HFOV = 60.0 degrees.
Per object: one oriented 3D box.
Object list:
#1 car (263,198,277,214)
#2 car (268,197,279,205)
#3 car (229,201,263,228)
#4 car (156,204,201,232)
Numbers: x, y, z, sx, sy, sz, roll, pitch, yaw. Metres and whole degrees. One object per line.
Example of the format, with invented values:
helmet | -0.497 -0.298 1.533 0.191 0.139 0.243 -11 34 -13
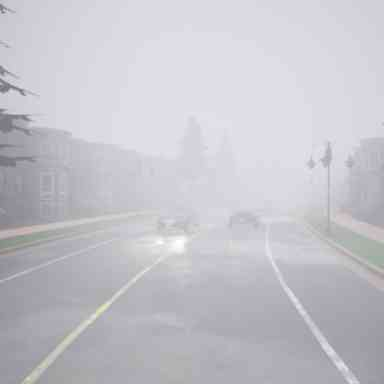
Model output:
car | 7.989 1.672 37.154 1.895 1.301 4.718 0 0 20
car | 13.933 1.672 59.001 2.033 1.411 5.357 0 0 30
car | 3.599 1.558 22.532 1.812 1.442 4.674 1 0 13
car | -0.722 1.485 20.269 2.128 1.511 4.902 0 0 13
